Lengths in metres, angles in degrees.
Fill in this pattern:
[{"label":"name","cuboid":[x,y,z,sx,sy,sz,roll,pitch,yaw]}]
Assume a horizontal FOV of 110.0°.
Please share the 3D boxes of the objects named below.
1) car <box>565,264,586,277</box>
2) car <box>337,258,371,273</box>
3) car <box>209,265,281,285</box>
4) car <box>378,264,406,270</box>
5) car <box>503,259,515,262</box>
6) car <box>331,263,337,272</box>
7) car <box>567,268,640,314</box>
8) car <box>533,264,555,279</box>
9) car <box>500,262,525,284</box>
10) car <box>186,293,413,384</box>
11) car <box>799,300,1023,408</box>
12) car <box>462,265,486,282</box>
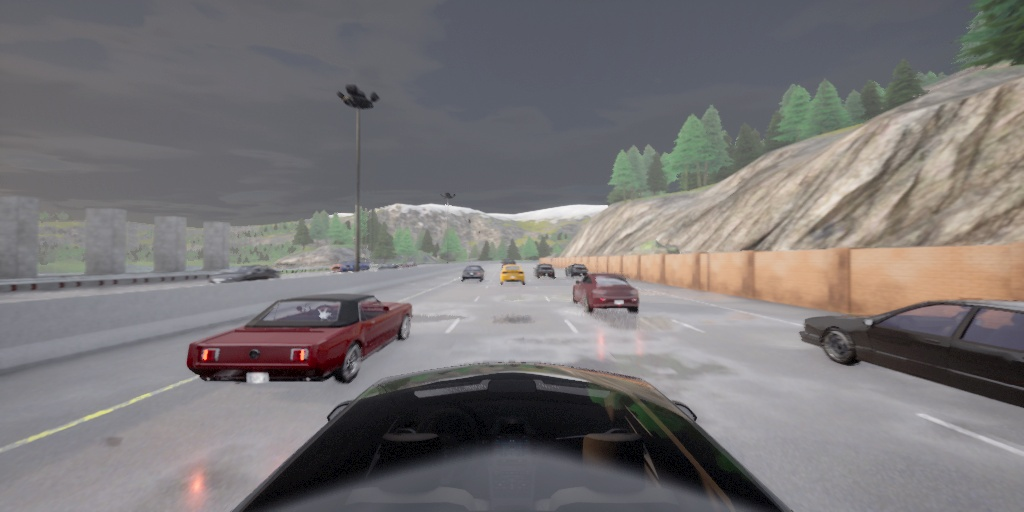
[{"label":"car","cuboid":[6.852,1.595,38.227,1.837,1.490,4.892,0,0,-1]},{"label":"car","cuboid":[-21.589,1.327,49.835,2.150,2.045,5.566,0,-1,-1]},{"label":"car","cuboid":[-17.620,1.389,23.924,2.128,1.511,4.902,0,-1,0]},{"label":"car","cuboid":[-14.448,1.633,42.623,1.994,1.385,4.181,0,0,-1]},{"label":"car","cuboid":[-0.531,1.433,54.287,2.150,2.045,5.566,0,0,-1]},{"label":"car","cuboid":[-25.160,1.489,53.605,2.097,1.767,4.553,0,-1,-1]},{"label":"car","cuboid":[3.592,1.396,14.289,1.812,1.442,4.674,0,0,0]},{"label":"car","cuboid":[3.363,1.582,37.804,1.837,1.490,4.892,0,0,-1]},{"label":"car","cuboid":[0.018,1.473,29.620,1.882,1.535,5.008,0,0,-1]},{"label":"car","cuboid":[-3.450,1.389,7.106,1.895,1.301,4.718,0,0,0]},{"label":"car","cuboid":[7.054,1.347,5.149,2.033,1.411,5.357,0,0,0]},{"label":"car","cuboid":[-3.480,1.560,32.689,2.033,1.411,5.357,0,0,-1]}]
